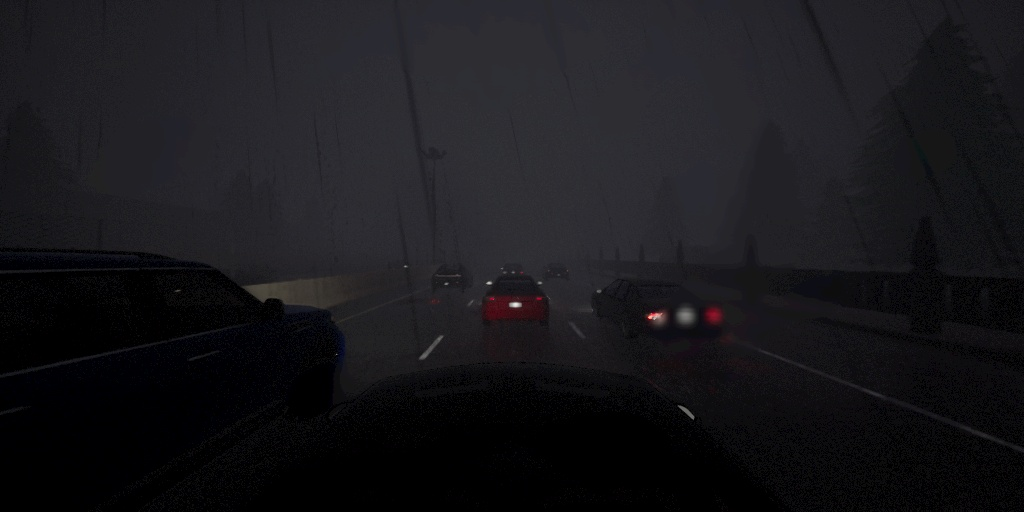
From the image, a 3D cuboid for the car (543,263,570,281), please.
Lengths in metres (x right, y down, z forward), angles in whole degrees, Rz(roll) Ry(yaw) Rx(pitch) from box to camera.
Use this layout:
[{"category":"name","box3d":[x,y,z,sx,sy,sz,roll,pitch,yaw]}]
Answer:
[{"category":"car","box3d":[3.608,1.268,29.924,1.812,1.442,4.674,0,0,0]}]

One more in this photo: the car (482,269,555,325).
[{"category":"car","box3d":[0.098,1.311,11.848,1.994,1.385,4.181,0,0,0]}]

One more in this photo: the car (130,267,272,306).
[{"category":"car","box3d":[-14.103,1.293,16.882,2.033,1.411,5.357,0,0,0]}]

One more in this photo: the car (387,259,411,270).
[{"category":"car","box3d":[-14.065,1.228,44.846,2.128,1.511,4.902,0,0,1]}]

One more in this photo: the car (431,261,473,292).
[{"category":"car","box3d":[-3.404,1.236,21.053,2.128,1.511,4.902,0,0,0]}]

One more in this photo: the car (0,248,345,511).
[{"category":"car","box3d":[-3.400,0.971,2.650,2.150,2.045,5.566,0,0,0]}]

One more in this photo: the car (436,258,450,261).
[{"category":"car","box3d":[-10.573,1.213,51.983,1.882,1.535,5.008,0,0,0]}]

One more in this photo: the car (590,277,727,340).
[{"category":"car","box3d":[3.598,1.295,9.926,2.033,1.411,5.357,0,0,0]}]

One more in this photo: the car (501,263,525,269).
[{"category":"car","box3d":[0.095,1.290,29.633,2.033,1.411,5.357,0,0,0]}]
